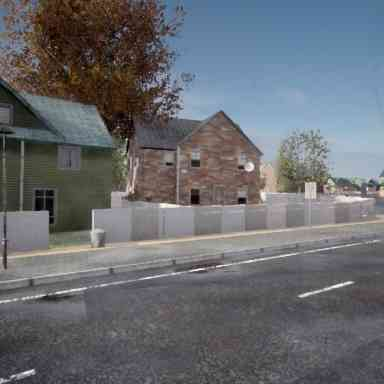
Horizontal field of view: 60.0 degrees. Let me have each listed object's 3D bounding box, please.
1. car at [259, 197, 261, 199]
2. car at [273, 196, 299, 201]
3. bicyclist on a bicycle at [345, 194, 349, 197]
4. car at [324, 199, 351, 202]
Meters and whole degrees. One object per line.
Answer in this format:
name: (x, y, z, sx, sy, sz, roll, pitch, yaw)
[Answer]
car: (9.617, 0.978, 55.496, 1.895, 1.301, 4.718, 1, 0, -19)
car: (12.924, 1.010, 46.171, 1.882, 1.535, 5.008, 1, 0, -20)
bicyclist on a bicycle: (20.152, 1.036, 43.350, 1.656, 1.620, 0.582, 1, 0, -20)
car: (16.237, 1.190, 36.845, 1.837, 1.490, 4.892, 1, 1, -20)
